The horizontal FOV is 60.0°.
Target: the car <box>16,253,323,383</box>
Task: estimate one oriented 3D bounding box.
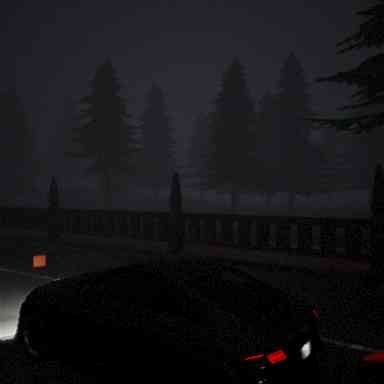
[{"bbox_3d":[-0.494,1.570,4.504,4.181,1.385,1.994,0,0,34],"label":"car"}]
